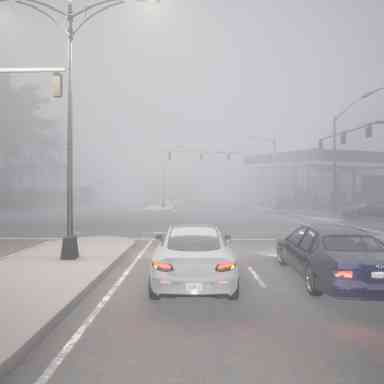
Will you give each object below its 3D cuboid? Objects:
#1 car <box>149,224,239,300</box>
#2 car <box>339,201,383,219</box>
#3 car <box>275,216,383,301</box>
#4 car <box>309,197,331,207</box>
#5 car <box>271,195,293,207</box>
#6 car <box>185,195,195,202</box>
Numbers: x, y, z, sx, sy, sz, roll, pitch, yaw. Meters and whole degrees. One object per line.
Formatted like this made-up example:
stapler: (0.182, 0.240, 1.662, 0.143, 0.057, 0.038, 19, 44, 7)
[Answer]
car: (0.036, 1.516, 8.218, 1.812, 1.442, 4.674, 0, 0, 0)
car: (14.761, 1.523, 27.708, 4.674, 1.442, 1.812, 0, 0, -1)
car: (3.515, 1.545, 8.524, 2.033, 1.411, 5.357, 0, 0, 3)
car: (18.651, 1.433, 48.642, 1.970, 1.475, 3.806, 0, 0, 0)
car: (12.911, 1.261, 47.843, 2.242, 1.667, 4.611, 0, 0, 0)
car: (-0.351, 1.433, 70.344, 1.812, 1.442, 4.674, 0, 0, 0)
